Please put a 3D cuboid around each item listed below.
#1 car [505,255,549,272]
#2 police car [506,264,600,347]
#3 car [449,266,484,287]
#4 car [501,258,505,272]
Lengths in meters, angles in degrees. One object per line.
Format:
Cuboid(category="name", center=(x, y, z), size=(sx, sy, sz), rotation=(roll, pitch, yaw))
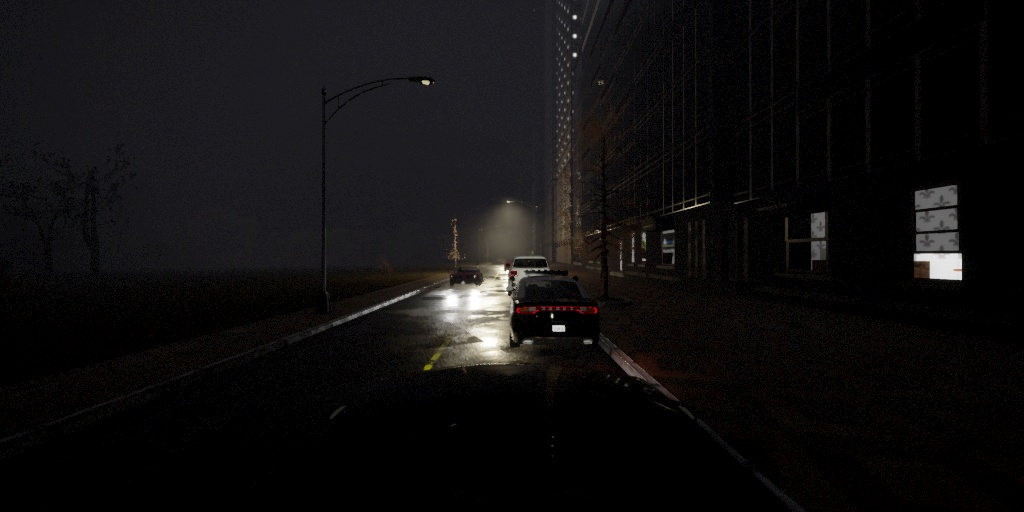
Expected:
Cuboid(category="car", center=(0.870, 0.975, 19.340), size=(2.150, 2.045, 5.566), rotation=(0, 0, 0))
Cuboid(category="police car", center=(0.886, 1.175, 9.418), size=(1.930, 1.638, 5.238), rotation=(0, 0, 0))
Cuboid(category="car", center=(-3.037, 1.350, 24.510), size=(1.895, 1.301, 4.718), rotation=(0, 0, 0))
Cuboid(category="car", center=(-0.053, 1.226, 47.535), size=(1.882, 1.535, 5.008), rotation=(0, 0, 0))
